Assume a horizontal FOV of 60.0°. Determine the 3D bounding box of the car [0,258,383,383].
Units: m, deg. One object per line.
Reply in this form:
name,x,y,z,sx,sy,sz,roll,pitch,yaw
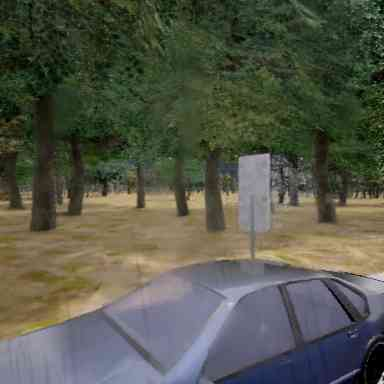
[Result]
car,0.406,1.524,3.568,5.357,1.411,2.033,0,0,-34
